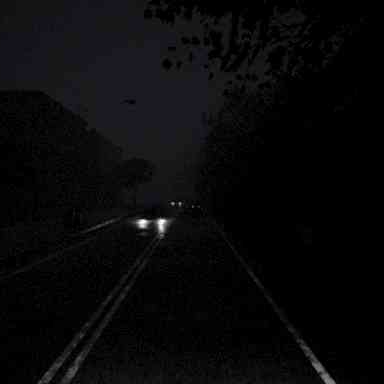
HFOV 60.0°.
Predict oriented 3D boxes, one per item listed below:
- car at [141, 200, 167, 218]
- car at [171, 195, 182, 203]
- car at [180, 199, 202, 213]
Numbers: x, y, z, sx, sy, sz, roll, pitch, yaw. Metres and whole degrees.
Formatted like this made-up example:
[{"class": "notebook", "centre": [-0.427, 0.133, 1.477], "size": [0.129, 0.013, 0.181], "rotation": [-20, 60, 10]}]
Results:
[{"class": "car", "centre": [-3.350, 1.449, 29.799], "size": [1.882, 1.535, 5.008], "rotation": [0, 0, 0]}, {"class": "car", "centre": [-3.239, 1.485, 69.796], "size": [1.837, 1.490, 4.892], "rotation": [0, 0, 0]}, {"class": "car", "centre": [0.099, 1.512, 36.278], "size": [2.033, 1.411, 5.357], "rotation": [0, 0, 0]}]
